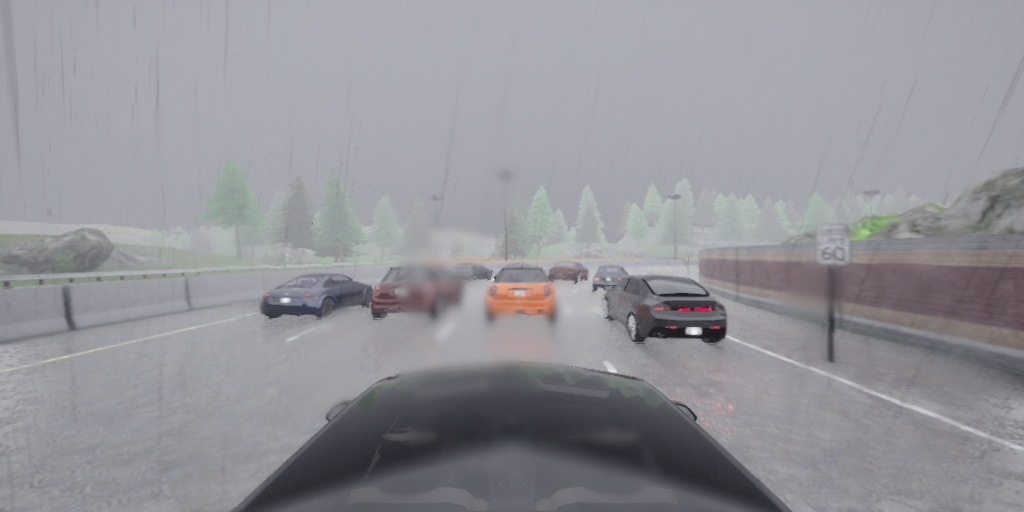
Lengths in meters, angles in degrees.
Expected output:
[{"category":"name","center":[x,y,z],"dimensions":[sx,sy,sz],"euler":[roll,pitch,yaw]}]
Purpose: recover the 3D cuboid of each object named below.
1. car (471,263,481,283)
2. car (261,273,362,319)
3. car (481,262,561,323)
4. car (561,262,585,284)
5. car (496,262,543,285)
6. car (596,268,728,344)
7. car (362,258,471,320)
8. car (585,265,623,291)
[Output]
[{"category":"car","center":[-3.003,1.231,26.976],"dimensions":[1.994,1.385,4.181],"euler":[0,0,22]},{"category":"car","center":[-6.548,1.278,12.643],"dimensions":[1.994,1.385,4.181],"euler":[0,0,5]},{"category":"car","center":[0.434,1.067,12.260],"dimensions":[2.097,1.767,4.553],"euler":[0,0,5]},{"category":"car","center":[4.362,1.146,26.391],"dimensions":[1.882,1.535,5.008],"euler":[0,0,25]},{"category":"car","center":[0.656,1.193,26.670],"dimensions":[1.812,1.442,4.674],"euler":[0,0,24]},{"category":"car","center":[3.707,1.229,9.501],"dimensions":[1.837,1.490,4.892],"euler":[0,0,3]},{"category":"car","center":[-3.043,1.067,12.611],"dimensions":[2.097,1.767,4.553],"euler":[0,0,5]},{"category":"car","center":[5.751,1.236,20.731],"dimensions":[2.033,1.411,5.357],"euler":[0,0,19]}]
